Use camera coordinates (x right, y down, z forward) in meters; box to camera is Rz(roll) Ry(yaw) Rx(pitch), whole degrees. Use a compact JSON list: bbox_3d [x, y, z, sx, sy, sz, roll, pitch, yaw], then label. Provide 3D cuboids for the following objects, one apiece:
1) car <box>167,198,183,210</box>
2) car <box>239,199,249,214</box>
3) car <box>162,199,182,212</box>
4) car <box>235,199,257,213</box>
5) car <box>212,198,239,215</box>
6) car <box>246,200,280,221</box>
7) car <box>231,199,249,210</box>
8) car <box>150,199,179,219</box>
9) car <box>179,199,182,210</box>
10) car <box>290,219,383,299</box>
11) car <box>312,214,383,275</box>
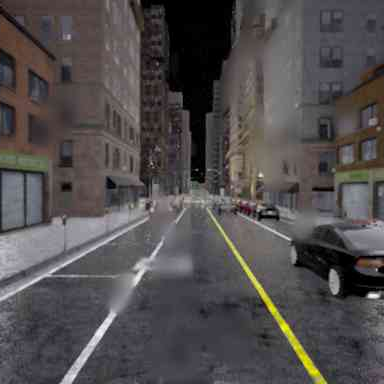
[{"bbox_3d":[-2.189,1.543,44.601,1.887,1.381,4.507,0,0,1],"label":"car"},{"bbox_3d":[6.185,1.607,33.474,1.887,1.381,4.507,0,0,1],"label":"car"},{"bbox_3d":[-2.264,1.546,39.096,2.008,1.369,4.403,0,0,1],"label":"car"},{"bbox_3d":[6.260,1.611,38.979,1.887,1.381,4.507,0,0,1],"label":"car"},{"bbox_3d":[3.493,1.531,34.041,2.128,1.511,4.902,0,0,1],"label":"car"},{"bbox_3d":[6.110,1.625,27.970,1.947,1.339,4.313,0,0,1],"label":"car"},{"bbox_3d":[6.334,1.615,44.484,1.887,1.381,4.507,0,0,1],"label":"car"},{"bbox_3d":[-2.415,1.428,28.086,1.967,1.590,4.097,0,0,1],"label":"car"},{"bbox_3d":[-2.339,1.557,33.591,1.947,1.339,4.313,0,0,1],"label":"car"},{"bbox_3d":[3.994,1.512,8.564,1.882,1.535,5.008,0,0,1],"label":"car"},{"bbox_3d":[5.885,1.596,11.456,1.887,1.381,4.507,0,0,1],"label":"car"}]
